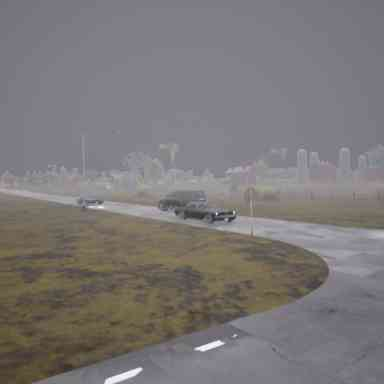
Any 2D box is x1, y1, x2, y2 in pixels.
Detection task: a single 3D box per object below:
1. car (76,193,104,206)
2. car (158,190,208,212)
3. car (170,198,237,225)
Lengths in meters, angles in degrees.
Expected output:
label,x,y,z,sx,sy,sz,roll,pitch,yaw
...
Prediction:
label,x,y,z,sx,sy,sz,roll,pitch,yaw
car,-12.463,0.853,40.394,2.033,1.411,5.357,-1,2,-36
car,-0.825,0.805,29.280,2.150,2.045,5.566,-1,2,-36
car,0.809,1.344,22.207,1.895,1.301,4.718,-1,2,-36
